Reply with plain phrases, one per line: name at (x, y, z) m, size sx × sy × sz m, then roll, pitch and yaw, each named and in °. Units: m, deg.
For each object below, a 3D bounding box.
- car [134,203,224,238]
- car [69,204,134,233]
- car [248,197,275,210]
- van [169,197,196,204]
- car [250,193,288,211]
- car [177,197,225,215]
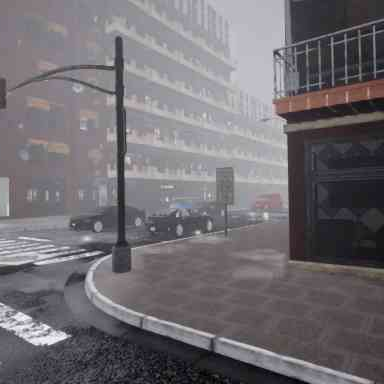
car at (-0.507, 1.435, 16.803) m, size 2.008 × 1.369 × 4.403 m, roll -1°, pitch -1°, yaw 36°
car at (-4.919, 1.476, 19.944) m, size 1.882 × 1.535 × 5.008 m, roll -1°, pitch -1°, yaw 36°
car at (9.287, 1.431, 44.040) m, size 1.967 × 1.590 × 4.097 m, roll -1°, pitch -1°, yaw 36°
van at (-0.438, 1.365, 30.449) m, size 1.690 × 1.788 × 3.998 m, roll -1°, pitch -1°, yaw 36°
car at (8.926, 1.166, 39.286) m, size 2.150 × 2.045 × 5.566 m, roll -1°, pitch 0°, yaw 36°
car at (1.129, 1.479, 28.394) m, size 1.837 × 1.490 × 4.892 m, roll -1°, pitch -1°, yaw 35°
